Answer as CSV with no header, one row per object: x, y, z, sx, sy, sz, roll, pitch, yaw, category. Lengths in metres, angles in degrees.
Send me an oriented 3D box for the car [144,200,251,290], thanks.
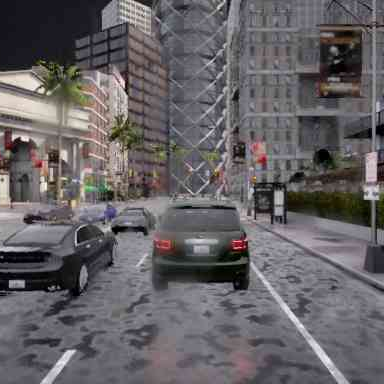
0.200,1.221,9.221,2.150,2.045,5.566,0,0,0,car

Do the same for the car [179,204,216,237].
0.301,1.505,19.082,1.837,1.490,4.892,0,0,1,car

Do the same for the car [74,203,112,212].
-6.743,1.546,24.331,1.812,1.442,4.674,0,0,1,car

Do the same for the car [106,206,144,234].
-3.200,1.564,18.835,1.994,1.385,4.181,0,0,1,car

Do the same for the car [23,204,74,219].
-10.243,1.554,24.369,2.033,1.411,5.357,0,0,1,car

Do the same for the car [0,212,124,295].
-3.295,1.504,8.732,1.837,1.490,4.892,0,0,0,car
